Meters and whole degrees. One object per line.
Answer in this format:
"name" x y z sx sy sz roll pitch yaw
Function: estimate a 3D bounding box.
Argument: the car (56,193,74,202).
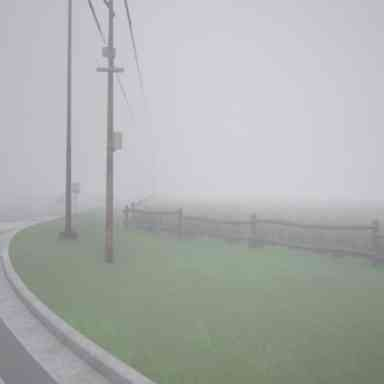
"car" -22.682 0.956 59.556 1.837 1.490 4.892 0 0 -5

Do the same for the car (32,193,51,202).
"car" -26.168 0.899 59.256 1.882 1.535 5.008 0 0 -5

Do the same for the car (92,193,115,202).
"car" -15.471 1.070 58.516 2.033 1.411 5.357 0 0 -5

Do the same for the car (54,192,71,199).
"car" -27.060 0.725 69.637 2.033 1.411 5.357 0 0 -5

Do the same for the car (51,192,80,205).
"car" -18.047 1.065 47.681 1.837 1.490 4.892 0 0 -5

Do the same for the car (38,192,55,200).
"car" -30.608 0.843 70.026 1.812 1.442 4.674 0 0 -5

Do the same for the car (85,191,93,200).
"car" -19.863 0.906 67.998 1.882 1.535 5.008 0 0 -5

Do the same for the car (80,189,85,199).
"car" -23.573 0.441 69.965 2.150 2.045 5.566 0 0 -5

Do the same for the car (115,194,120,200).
"car" -16.628 0.994 70.859 1.994 1.385 4.181 0 0 -5

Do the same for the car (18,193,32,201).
"car" -29.731 0.889 60.065 1.837 1.490 4.892 0 0 -5
